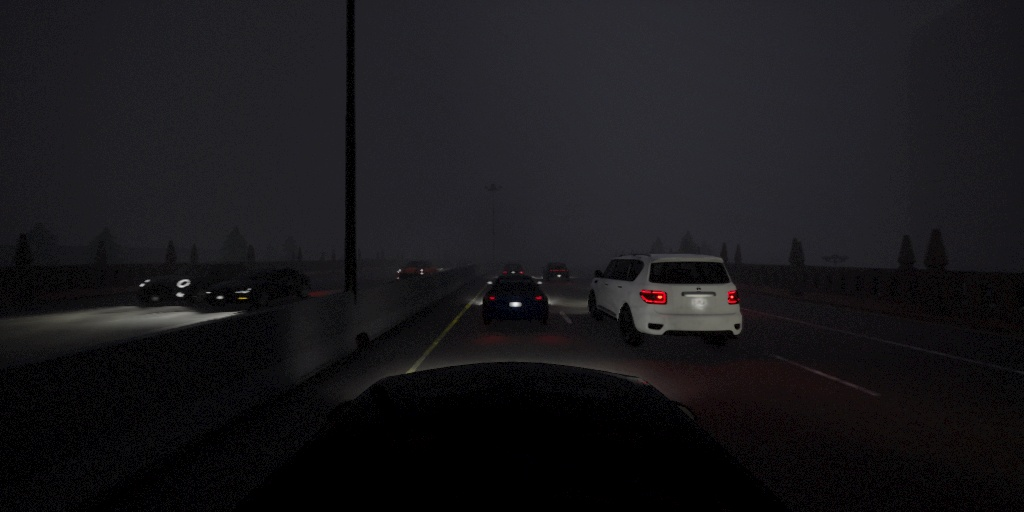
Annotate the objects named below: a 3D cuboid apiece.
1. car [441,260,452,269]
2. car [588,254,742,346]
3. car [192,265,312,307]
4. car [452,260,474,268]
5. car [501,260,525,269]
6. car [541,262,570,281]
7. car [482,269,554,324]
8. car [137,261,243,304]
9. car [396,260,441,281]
[{"bbox_3d":[-11.225,1.303,58.398,2.033,1.411,5.357,0,0,13],"label":"car"},{"bbox_3d":[3.597,0.973,9.582,2.150,2.045,5.566,0,0,0],"label":"car"},{"bbox_3d":[-10.601,1.256,15.441,1.837,1.490,4.892,0,0,0],"label":"car"},{"bbox_3d":[-7.629,1.319,58.298,1.994,1.385,4.181,0,0,13],"label":"car"},{"bbox_3d":[0.094,1.301,29.741,2.033,1.411,5.357,0,0,0],"label":"car"},{"bbox_3d":[3.596,1.258,29.721,1.837,1.490,4.892,0,0,0],"label":"car"},{"bbox_3d":[0.098,1.315,11.979,1.994,1.385,4.181,0,0,0],"label":"car"},{"bbox_3d":[-14.099,1.103,16.418,2.097,1.767,4.553,0,0,0],"label":"car"},{"bbox_3d":[-7.071,1.105,26.895,2.097,1.767,4.553,0,0,0],"label":"car"}]
